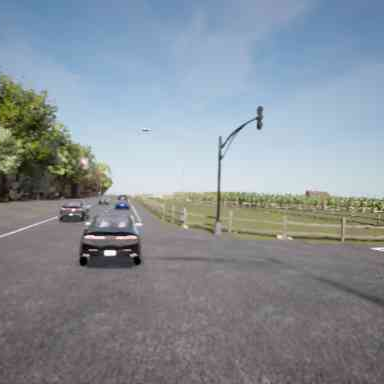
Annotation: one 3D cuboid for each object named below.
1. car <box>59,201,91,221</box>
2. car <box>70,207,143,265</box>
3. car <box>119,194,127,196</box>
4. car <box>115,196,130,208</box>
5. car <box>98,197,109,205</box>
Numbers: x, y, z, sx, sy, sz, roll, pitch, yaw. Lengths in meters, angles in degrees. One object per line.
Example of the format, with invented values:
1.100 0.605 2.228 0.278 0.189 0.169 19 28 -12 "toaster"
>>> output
-9.359 1.472 26.820 2.128 1.511 4.902 2 -1 -11 "car"
-2.804 1.530 11.867 2.128 1.511 4.902 2 -1 -11 "car"
-14.753 1.494 71.190 2.150 2.045 5.566 2 -1 -11 "car"
-9.991 1.744 47.811 1.994 1.385 4.181 2 -1 -11 "car"
-16.541 1.663 62.246 2.033 1.411 5.357 2 -1 -11 "car"
